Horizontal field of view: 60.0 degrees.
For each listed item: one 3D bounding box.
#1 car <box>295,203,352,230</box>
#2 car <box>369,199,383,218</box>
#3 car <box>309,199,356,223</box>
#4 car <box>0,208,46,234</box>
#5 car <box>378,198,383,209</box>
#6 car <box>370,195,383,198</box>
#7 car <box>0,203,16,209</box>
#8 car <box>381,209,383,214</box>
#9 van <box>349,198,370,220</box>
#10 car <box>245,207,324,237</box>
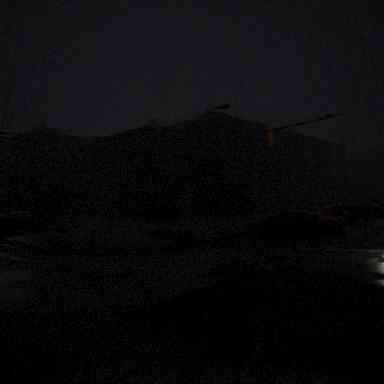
[{"bbox_3d":[8.169,1.952,23.794,5.366,1.575,1.946,-6,-3,23],"label":"car"},{"bbox_3d":[14.222,1.817,30.450,4.892,1.521,2.231,-6,-4,24],"label":"car"},{"bbox_3d":[10.023,1.799,26.091,4.553,1.767,2.185,-6,-3,23],"label":"car"},{"bbox_3d":[-13.022,2.221,24.688,2.002,1.452,4.674,1,-1,18],"label":"car"},{"bbox_3d":[16.333,1.799,32.607,4.674,1.452,2.002,-6,-3,24],"label":"car"},{"bbox_3d":[24.873,1.272,41.170,5.566,2.045,2.435,-6,-4,25],"label":"car"},{"bbox_3d":[-15.397,1.890,26.568,2.435,2.045,5.566,1,-1,18],"label":"car"},{"bbox_3d":[10.353,1.442,14.944,1.882,1.535,5.008,-6,-3,42],"label":"car"},{"bbox_3d":[12.226,1.634,28.233,4.442,1.987,1.878,-6,-3,23],"label":"van"},{"bbox_3d":[5.849,2.071,21.801,4.792,1.488,2.163,-6,-3,22],"label":"car"}]
